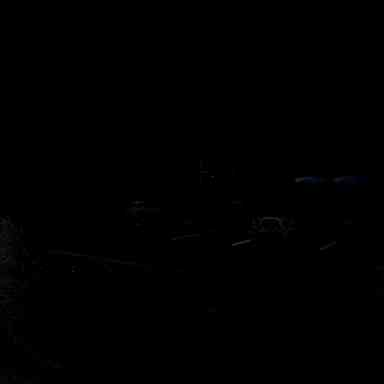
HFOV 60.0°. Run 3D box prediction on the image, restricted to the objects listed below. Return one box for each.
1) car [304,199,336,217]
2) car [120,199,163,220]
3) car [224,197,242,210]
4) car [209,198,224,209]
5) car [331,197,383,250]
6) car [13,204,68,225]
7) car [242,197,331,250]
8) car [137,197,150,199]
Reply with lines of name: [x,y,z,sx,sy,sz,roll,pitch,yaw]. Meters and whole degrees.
car: [11.880,1.410,30.767,1.845,1.501,3.633,-1,0,35]
car: [-4.265,1.587,28.775,1.970,1.475,3.806,-1,0,35]
car: [6.686,1.532,43.891,2.152,1.636,5.027,-1,0,35]
car: [4.102,1.570,45.668,2.007,1.523,4.514,-1,0,35]
car: [6.660,1.107,12.216,1.905,1.878,3.866,-1,0,35]
car: [-10.998,1.605,24.460,1.845,1.501,3.633,-1,0,35]
car: [4.054,1.154,13.567,1.932,1.855,4.605,-1,0,35]
car: [-8.946,1.746,57.909,2.097,1.767,4.553,-1,0,35]
